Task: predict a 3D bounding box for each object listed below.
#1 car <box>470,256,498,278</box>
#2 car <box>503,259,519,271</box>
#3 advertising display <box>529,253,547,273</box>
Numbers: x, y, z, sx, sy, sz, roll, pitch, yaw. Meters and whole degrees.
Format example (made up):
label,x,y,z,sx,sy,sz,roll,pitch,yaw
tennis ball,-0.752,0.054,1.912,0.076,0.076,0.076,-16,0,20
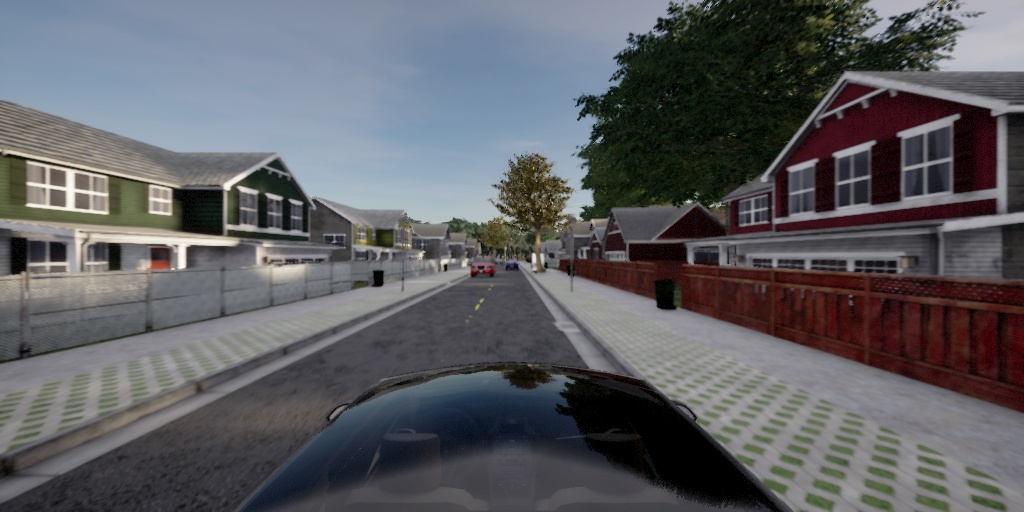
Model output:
label,x,y,z,sx,sy,sz,roll,pitch,yaw
car,-2.832,1.032,35.716,2.150,2.045,5.566,0,0,0
car,0.036,1.336,53.172,1.882,1.535,5.008,0,0,1
advertising display,3.023,0.851,41.577,1.540,2.440,0.280,0,0,0
